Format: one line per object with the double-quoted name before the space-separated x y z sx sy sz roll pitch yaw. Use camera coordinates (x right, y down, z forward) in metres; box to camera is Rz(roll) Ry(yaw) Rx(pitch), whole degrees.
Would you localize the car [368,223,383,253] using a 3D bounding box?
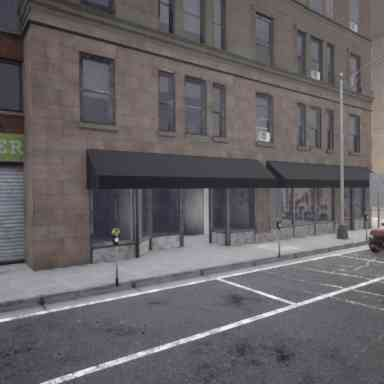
"car" 8.423 1.541 12.596 4.507 1.381 1.887 0 -1 -36
